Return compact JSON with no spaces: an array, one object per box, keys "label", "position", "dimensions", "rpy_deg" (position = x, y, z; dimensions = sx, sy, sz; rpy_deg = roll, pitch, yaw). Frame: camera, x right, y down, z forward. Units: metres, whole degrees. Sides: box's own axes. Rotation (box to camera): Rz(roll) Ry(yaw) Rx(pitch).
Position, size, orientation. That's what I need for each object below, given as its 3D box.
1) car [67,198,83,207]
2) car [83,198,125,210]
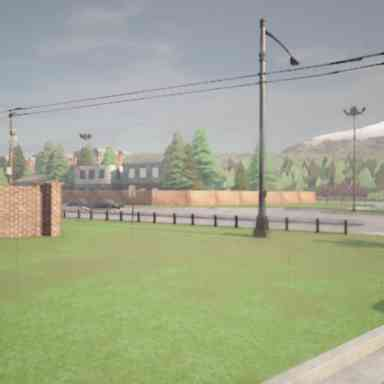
[{"label":"car","position":[-17.116,1.641,51.080],"dimensions":[4.181,1.385,1.994],"rpy_deg":[0,0,29]},{"label":"car","position":[-11.408,1.627,43.891],"dimensions":[5.357,1.411,2.033],"rpy_deg":[0,0,29]}]
